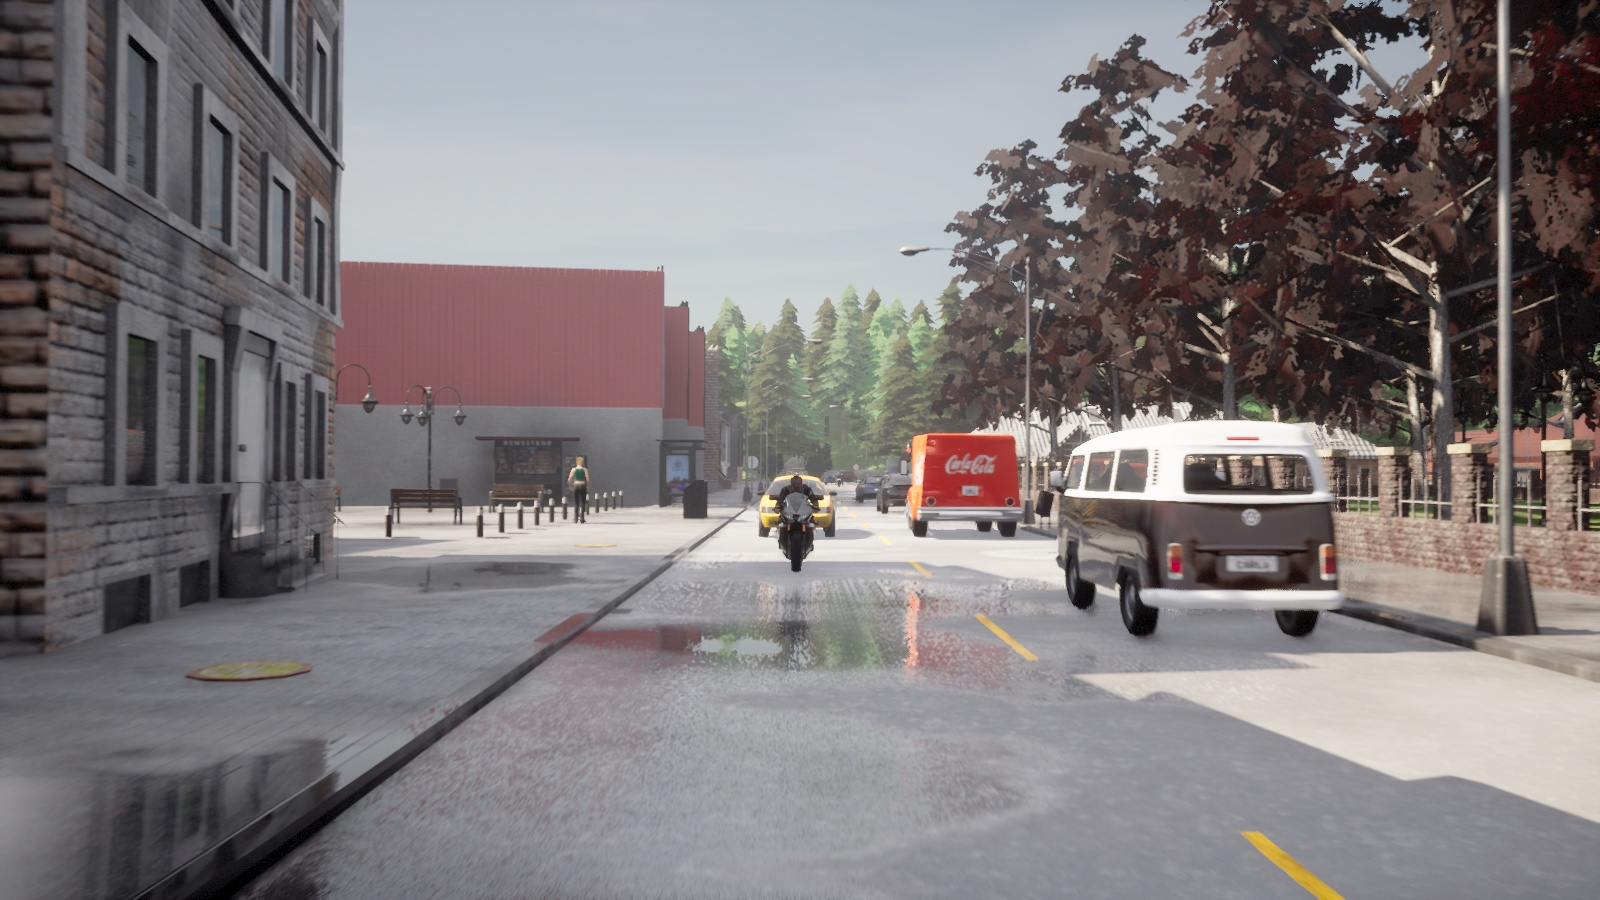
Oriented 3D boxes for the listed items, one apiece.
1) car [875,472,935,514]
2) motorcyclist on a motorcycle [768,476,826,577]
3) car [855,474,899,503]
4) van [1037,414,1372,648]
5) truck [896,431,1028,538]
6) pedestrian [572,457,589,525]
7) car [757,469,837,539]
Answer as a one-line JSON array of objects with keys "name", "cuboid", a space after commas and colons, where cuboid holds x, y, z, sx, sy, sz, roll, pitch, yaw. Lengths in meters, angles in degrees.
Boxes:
[{"name": "car", "cuboid": [3.916, 1.600, 47.538, 1.837, 1.490, 4.892, 0, -1, 0]}, {"name": "motorcyclist on a motorcycle", "cuboid": [-0.049, 1.188, 20.226, 0.866, 1.530, 2.191, 0, -1, 0]}, {"name": "car", "cuboid": [3.880, 1.932, 63.850, 1.994, 1.385, 4.181, 0, -1, 1]}, {"name": "van", "cuboid": [3.967, 0.744, 13.250, 2.069, 2.038, 4.480, 0, -1, 0]}, {"name": "truck", "cuboid": [3.930, 0.840, 31.517, 2.627, 2.467, 5.204, 0, -1, 0]}, {"name": "pedestrian", "cuboid": [-5.997, 1.123, 34.311, 0.345, 1.836, 0.594, 0, -1, 0]}, {"name": "car", "cuboid": [-0.068, 1.275, 31.117, 1.801, 1.575, 5.366, 0, -1, 0]}]
